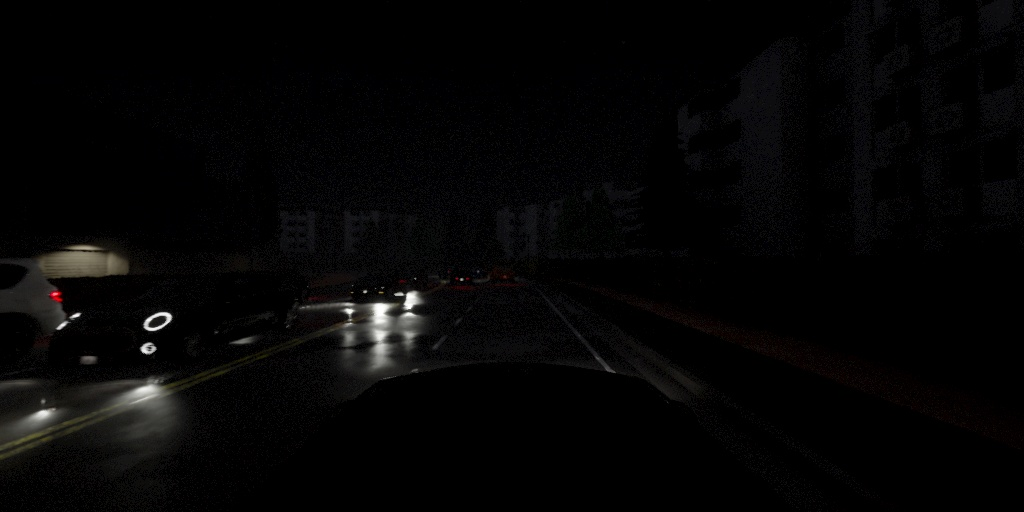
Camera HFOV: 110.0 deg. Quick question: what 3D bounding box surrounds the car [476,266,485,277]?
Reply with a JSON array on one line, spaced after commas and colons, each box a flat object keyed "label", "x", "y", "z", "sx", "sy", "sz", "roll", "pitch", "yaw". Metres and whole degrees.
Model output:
[{"label": "car", "x": -4.813, "y": 1.852, "z": 44.215, "sx": 1.994, "sy": 1.385, "sz": 4.181, "roll": 0, "pitch": -1, "yaw": -24}]

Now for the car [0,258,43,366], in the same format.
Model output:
[{"label": "car", "x": -10.598, "y": 1.014, "z": 5.244, "sx": 2.150, "sy": 2.045, "sz": 5.566, "roll": 0, "pitch": -1, "yaw": 0}]

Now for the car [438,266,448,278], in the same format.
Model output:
[{"label": "car", "x": -7.204, "y": 1.797, "z": 41.280, "sx": 2.033, "sy": 1.411, "sz": 5.357, "roll": 0, "pitch": -1, "yaw": -23}]

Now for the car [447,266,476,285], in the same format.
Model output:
[{"label": "car", "x": -4.209, "y": 1.614, "z": 30.172, "sx": 1.837, "sy": 1.490, "sz": 4.892, "roll": 0, "pitch": -1, "yaw": -8}]

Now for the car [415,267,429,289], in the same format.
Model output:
[{"label": "car", "x": -7.268, "y": 1.546, "z": 25.858, "sx": 2.128, "sy": 1.511, "sz": 4.902, "roll": 0, "pitch": -1, "yaw": -3}]

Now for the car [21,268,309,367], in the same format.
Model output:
[{"label": "car", "x": -7.104, "y": 1.183, "z": 8.264, "sx": 2.097, "sy": 1.767, "sz": 4.553, "roll": 0, "pitch": -1, "yaw": 0}]

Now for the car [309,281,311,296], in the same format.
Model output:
[{"label": "car", "x": -10.611, "y": 1.426, "z": 15.387, "sx": 1.837, "sy": 1.490, "sz": 4.892, "roll": 0, "pitch": -1, "yaw": 0}]

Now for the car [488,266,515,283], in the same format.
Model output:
[{"label": "car", "x": -1.021, "y": 1.619, "z": 32.574, "sx": 1.882, "sy": 1.535, "sz": 5.008, "roll": 0, "pitch": -1, "yaw": -10}]

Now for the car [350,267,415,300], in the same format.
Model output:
[{"label": "car", "x": -6.978, "y": 1.478, "z": 19.450, "sx": 1.837, "sy": 1.490, "sz": 4.892, "roll": 0, "pitch": -1, "yaw": 0}]
